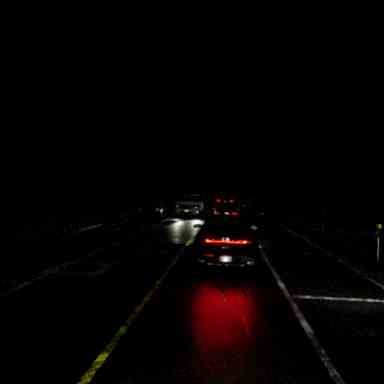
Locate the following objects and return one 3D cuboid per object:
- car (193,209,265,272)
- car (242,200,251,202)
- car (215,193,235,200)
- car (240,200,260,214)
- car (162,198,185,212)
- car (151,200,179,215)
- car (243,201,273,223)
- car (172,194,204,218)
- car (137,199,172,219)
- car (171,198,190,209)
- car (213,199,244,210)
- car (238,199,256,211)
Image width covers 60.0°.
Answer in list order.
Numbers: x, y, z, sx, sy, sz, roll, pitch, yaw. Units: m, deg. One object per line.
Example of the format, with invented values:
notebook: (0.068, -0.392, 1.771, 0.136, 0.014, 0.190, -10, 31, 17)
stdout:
car: (1.093, 1.509, 10.953, 1.837, 1.490, 4.892, 1, -1, 5)
car: (5.896, 1.632, 31.840, 1.887, 1.381, 4.507, 0, 0, 6)
car: (4.034, 1.252, 40.591, 2.150, 2.045, 5.566, 1, -1, 6)
car: (6.457, 1.639, 37.317, 1.887, 1.381, 4.507, 0, 0, 6)
car: (-2.021, 1.460, 38.187, 2.008, 1.369, 4.403, 0, 0, 6)
car: (-2.583, 1.469, 32.710, 1.947, 1.339, 4.313, 0, 0, 6)
car: (5.334, 1.647, 26.364, 1.947, 1.339, 4.313, 0, 0, 6)
car: (-0.154, 1.179, 29.988, 2.150, 2.045, 5.566, 1, 0, 6)
car: (-3.144, 1.337, 27.234, 1.967, 1.590, 4.097, 0, 0, 6)
car: (-1.460, 1.461, 43.664, 1.887, 1.381, 4.507, 0, 0, 6)
car: (2.606, 1.569, 25.670, 2.033, 1.411, 5.357, 1, 0, 5)
car: (7.019, 1.646, 42.794, 1.887, 1.381, 4.507, 0, 0, 6)
